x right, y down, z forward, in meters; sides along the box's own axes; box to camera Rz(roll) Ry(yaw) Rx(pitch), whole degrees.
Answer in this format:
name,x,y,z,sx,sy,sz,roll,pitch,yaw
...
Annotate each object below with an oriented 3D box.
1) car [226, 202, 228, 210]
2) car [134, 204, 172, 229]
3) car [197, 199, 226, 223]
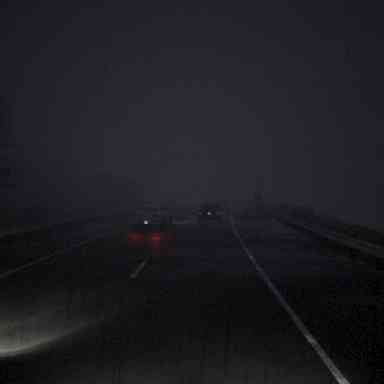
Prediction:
name,x,y,z,sx,sy,sz,roll,pitch,yaw
car,3.617,1.573,42.630,1.895,1.301,4.718,0,0,9
car,-2.442,1.508,21.335,1.812,1.442,4.674,0,0,5
car,1.413,1.530,25.373,2.033,1.411,5.357,0,0,5
